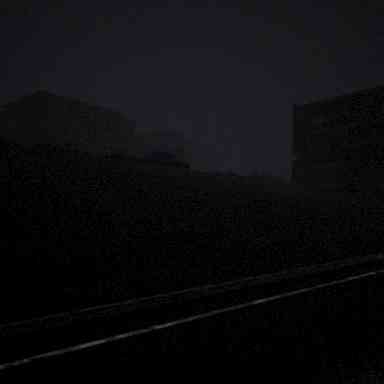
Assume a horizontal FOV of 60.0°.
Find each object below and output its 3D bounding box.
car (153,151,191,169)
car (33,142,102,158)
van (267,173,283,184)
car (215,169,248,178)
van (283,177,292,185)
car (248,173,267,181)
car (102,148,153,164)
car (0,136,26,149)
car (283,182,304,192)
[{"bbox_3d":[-2.507,-3.050,35.293,2.435,2.045,5.566,1,-2,44],"label":"car"},{"bbox_3d":[-10.351,-3.262,27.234,4.892,1.521,2.231,3,-2,-44],"label":"car"},{"bbox_3d":[11.975,-1.847,52.155,1.878,1.987,4.442,1,-3,39],"label":"van"},{"bbox_3d":[4.822,-2.218,43.521,2.002,1.452,4.674,1,-2,41],"label":"car"},{"bbox_3d":[15.359,-1.501,56.525,1.878,1.987,4.442,1,-3,38],"label":"van"},{"bbox_3d":[8.384,-1.914,47.757,2.002,1.452,4.674,1,-3,40],"label":"car"},{"bbox_3d":[-6.383,-3.167,31.237,2.185,1.767,4.553,1,-2,45],"label":"car"},{"bbox_3d":[-14.252,-3.419,23.472,4.674,1.452,2.002,3,-2,-43],"label":"car"},{"bbox_3d":[18.605,-0.892,60.882,2.163,1.488,4.792,1,-3,37],"label":"car"}]
